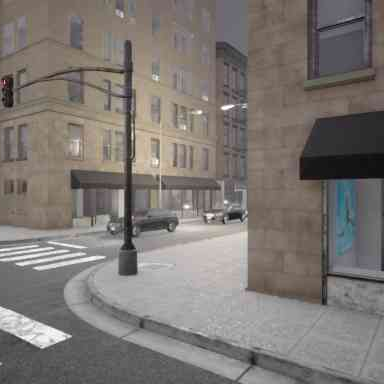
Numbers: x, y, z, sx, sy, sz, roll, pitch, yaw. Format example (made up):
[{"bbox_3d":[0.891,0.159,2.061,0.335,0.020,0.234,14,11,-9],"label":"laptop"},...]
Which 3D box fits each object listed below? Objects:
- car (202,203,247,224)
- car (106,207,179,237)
[{"bbox_3d":[2.681,1.640,26.311,2.128,1.511,4.902,0,0,35],"label":"car"},{"bbox_3d":[-2.626,1.620,18.841,1.812,1.442,4.674,0,0,37],"label":"car"}]
